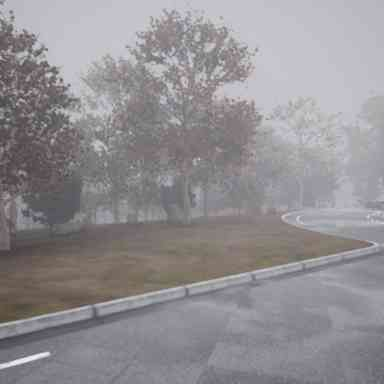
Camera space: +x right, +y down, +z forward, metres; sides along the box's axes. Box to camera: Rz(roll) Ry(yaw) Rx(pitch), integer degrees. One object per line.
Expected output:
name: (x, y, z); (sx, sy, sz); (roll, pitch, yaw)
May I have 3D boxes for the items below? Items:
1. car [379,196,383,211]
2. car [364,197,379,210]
car: (9.621, 1.054, 12.610); (2.150, 2.045, 5.566); (1, 1, 6)
car: (20.290, 1.072, 34.551); (5.008, 1.535, 1.882); (-1, 0, -17)
